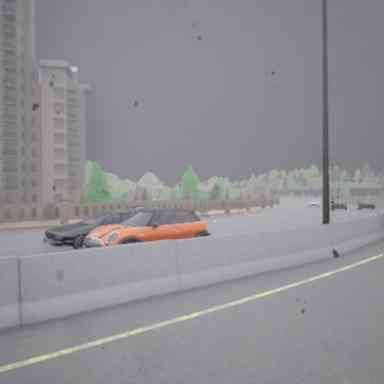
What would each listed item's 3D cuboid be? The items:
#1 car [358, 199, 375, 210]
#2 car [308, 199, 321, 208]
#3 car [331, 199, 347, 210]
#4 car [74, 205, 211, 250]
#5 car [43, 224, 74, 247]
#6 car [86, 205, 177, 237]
[{"bbox_3d":[24.276,1.703,46.279,1.882,1.535,5.008,0,-1,24],"label":"car"},{"bbox_3d":[20.045,1.848,54.511,1.812,1.442,4.674,0,0,20],"label":"car"},{"bbox_3d":[21.036,1.728,47.606,1.882,1.535,5.008,0,0,23],"label":"car"},{"bbox_3d":[-1.499,1.398,11.981,4.553,1.767,2.097,0,0,-40],"label":"car"},{"bbox_3d":[-3.559,1.609,14.697,5.357,1.411,2.033,0,0,-39],"label":"car"},{"bbox_3d":[-3.421,1.574,19.517,4.902,1.511,2.128,0,0,-42],"label":"car"}]
